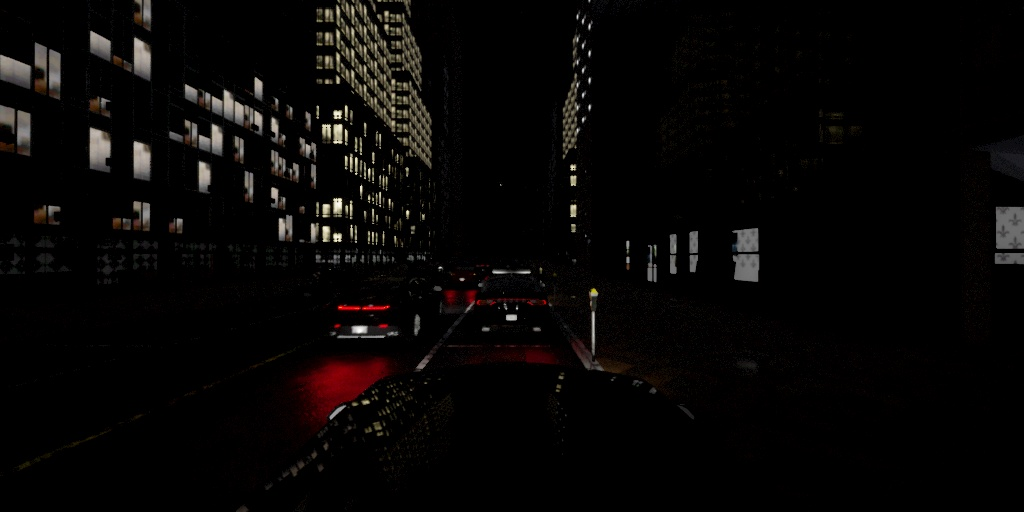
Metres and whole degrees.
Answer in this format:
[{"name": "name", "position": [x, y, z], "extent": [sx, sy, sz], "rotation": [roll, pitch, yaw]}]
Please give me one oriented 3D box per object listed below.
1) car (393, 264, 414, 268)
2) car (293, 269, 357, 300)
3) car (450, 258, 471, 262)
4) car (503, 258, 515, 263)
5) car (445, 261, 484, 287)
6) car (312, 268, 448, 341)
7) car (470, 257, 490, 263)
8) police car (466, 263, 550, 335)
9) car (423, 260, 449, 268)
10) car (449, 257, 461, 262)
[{"name": "car", "position": [-8.835, 1.325, 29.033], "extent": [1.802, 1.307, 4.207], "rotation": [0, 0, 0]}, {"name": "car", "position": [-8.836, 1.313, 17.650], "extent": [1.948, 1.339, 4.313], "rotation": [0, 0, 0]}, {"name": "car", "position": [-6.191, 1.280, 46.023], "extent": [2.033, 1.411, 5.357], "rotation": [0, 0, 0]}, {"name": "car", "position": [-0.455, 1.298, 46.099], "extent": [1.948, 1.339, 4.313], "rotation": [0, 0, 0]}, {"name": "car", "position": [-3.076, 1.271, 24.453], "extent": [1.812, 1.442, 4.674], "rotation": [0, 0, 0]}, {"name": "car", "position": [-3.145, 1.255, 9.818], "extent": [1.837, 1.490, 4.892], "rotation": [0, 0, 0]}, {"name": "car", "position": [-3.073, 1.228, 39.943], "extent": [2.128, 1.511, 4.902], "rotation": [0, 0, 0]}, {"name": "police car", "position": [-0.012, 1.174, 10.609], "extent": [1.930, 1.638, 5.238], "rotation": [0, 0, 0]}, {"name": "car", "position": [-8.836, 1.286, 40.419], "extent": [2.007, 1.370, 4.403], "rotation": [0, 0, 0]}, {"name": "car", "position": [-8.836, 1.273, 51.803], "extent": [1.888, 1.381, 4.507], "rotation": [0, 0, 0]}]
